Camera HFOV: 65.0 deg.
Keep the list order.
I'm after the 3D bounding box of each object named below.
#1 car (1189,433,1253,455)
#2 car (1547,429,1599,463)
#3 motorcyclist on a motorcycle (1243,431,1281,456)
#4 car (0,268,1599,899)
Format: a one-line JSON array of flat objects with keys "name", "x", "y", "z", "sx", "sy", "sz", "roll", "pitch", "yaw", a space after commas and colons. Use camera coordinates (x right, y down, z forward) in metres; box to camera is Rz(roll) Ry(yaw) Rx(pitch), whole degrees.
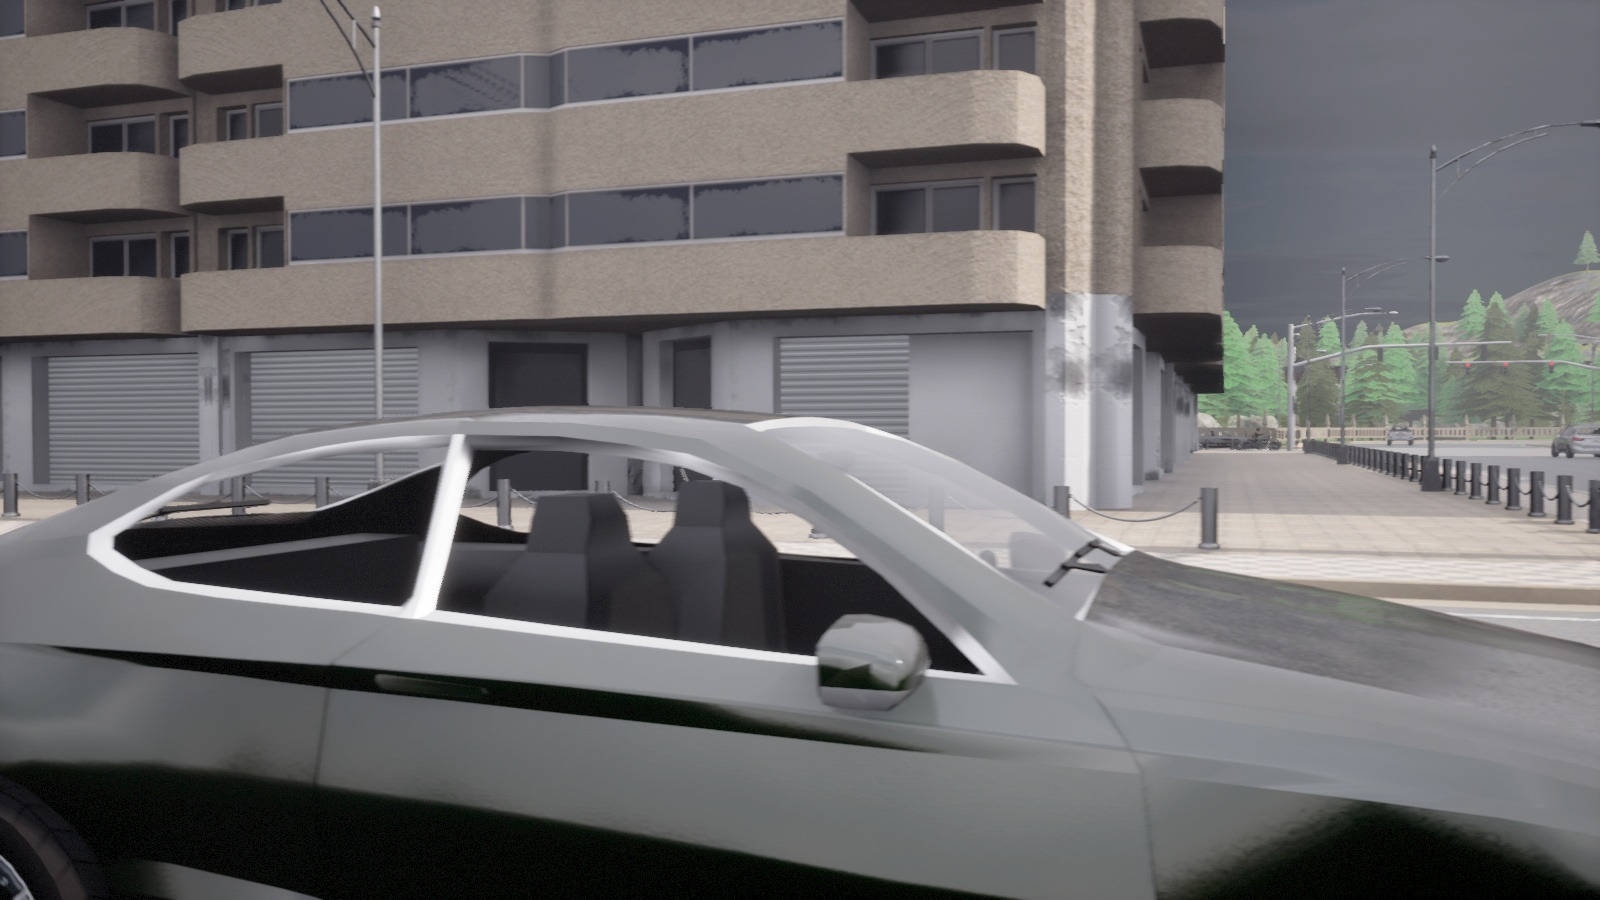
[{"name": "car", "x": 29.211, "y": -0.447, "z": 87.150, "sx": 4.193, "sy": 1.474, "sz": 1.816, "roll": 1, "pitch": 1, "yaw": 19}, {"name": "car", "x": 39.311, "y": -0.219, "z": 62.986, "sx": 2.242, "sy": 1.667, "sz": 4.611, "roll": 1, "pitch": 1, "yaw": 19}, {"name": "motorcyclist on a motorcycle", "x": 30.533, "y": -0.434, "z": 83.002, "sx": 2.350, "sy": 1.649, "sz": 0.766, "roll": 1, "pitch": 1, "yaw": 19}, {"name": "car", "x": -0.095, "y": 0.550, "z": 3.222, "sx": 5.027, "sy": 1.651, "sz": 2.152, "roll": 1, "pitch": 1, "yaw": 19}]
